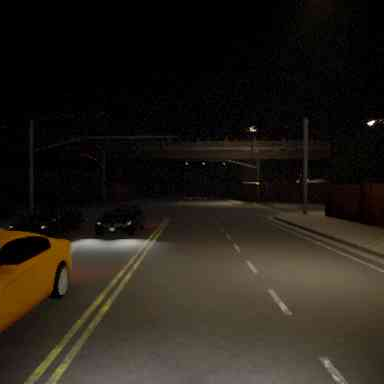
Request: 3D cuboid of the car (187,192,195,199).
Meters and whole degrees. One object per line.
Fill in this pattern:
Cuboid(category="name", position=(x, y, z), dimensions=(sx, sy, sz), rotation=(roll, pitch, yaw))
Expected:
Cuboid(category="car", position=(-0.170, 0.771, 79.285), dimensions=(2.128, 1.511, 4.902), rotation=(0, 0, 0))

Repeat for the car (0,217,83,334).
Cuboid(category="car", position=(-3.598, 1.432, 5.450), dimensions=(1.882, 1.535, 5.008), rotation=(0, 0, 0))

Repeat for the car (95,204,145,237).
Cuboid(category="car", position=(-3.569, 1.379, 17.272), dimensions=(1.812, 1.442, 4.674), rotation=(0, 1, 1))

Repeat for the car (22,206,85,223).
Cuboid(category="car", position=(-7.071, 1.406, 16.841), dimensions=(2.033, 1.411, 5.357), rotation=(0, 0, 0))

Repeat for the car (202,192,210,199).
Cuboid(category="car", position=(3.330, 0.769, 79.293), dimensions=(2.128, 1.511, 4.902), rotation=(0, 0, 0))
